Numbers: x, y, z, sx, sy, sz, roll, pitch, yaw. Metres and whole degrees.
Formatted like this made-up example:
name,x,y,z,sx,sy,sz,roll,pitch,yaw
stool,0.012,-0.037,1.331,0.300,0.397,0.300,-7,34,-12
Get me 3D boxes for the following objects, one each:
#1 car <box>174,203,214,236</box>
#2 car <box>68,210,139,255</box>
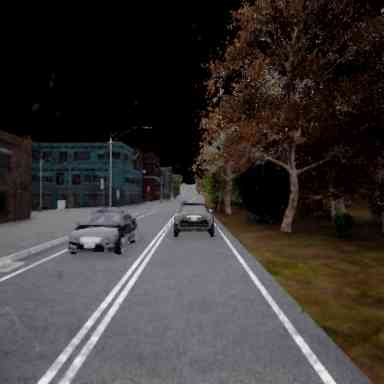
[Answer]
name,x,y,z,sx,sy,sz,roll,pitch,yaw
car,0.103,1.387,18.750,2.097,1.767,4.553,0,0,0
car,-3.347,1.500,13.322,2.128,1.511,4.902,0,0,0
